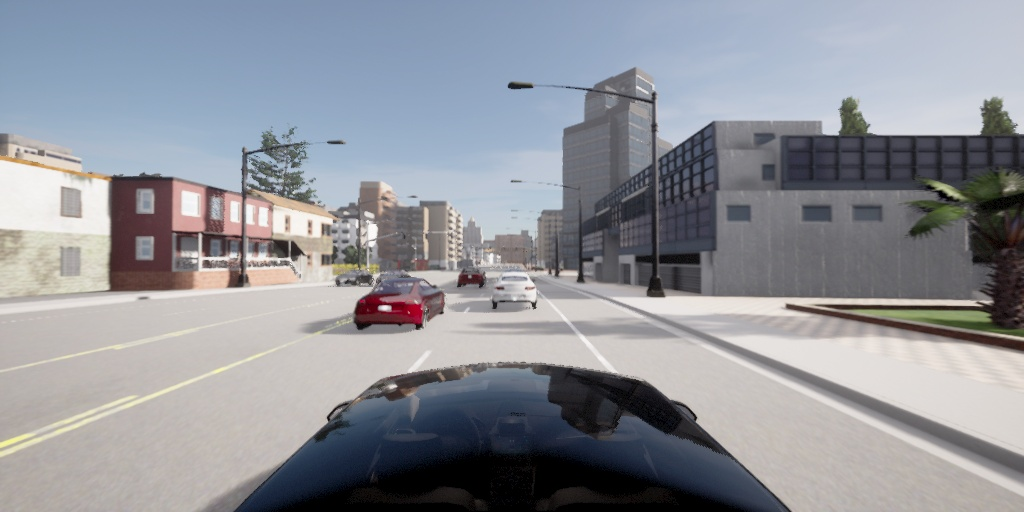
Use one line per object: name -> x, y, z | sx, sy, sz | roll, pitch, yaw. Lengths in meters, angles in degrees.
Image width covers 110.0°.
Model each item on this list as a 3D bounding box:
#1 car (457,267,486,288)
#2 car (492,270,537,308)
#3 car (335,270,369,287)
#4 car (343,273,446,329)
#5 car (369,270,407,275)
car -> -3.395, 1.780, 31.102 | 2.097, 1.767, 4.553 | 0, -2, 0
car -> 0.104, 1.440, 16.042 | 1.812, 1.442, 4.674 | 0, -1, 0
car -> -14.085, 1.969, 32.272 | 2.128, 1.511, 4.902 | 0, -2, 0
car -> -3.397, 1.393, 11.582 | 1.994, 1.385, 4.181 | 0, -1, 0
car -> -10.585, 1.969, 32.280 | 2.128, 1.511, 4.902 | 0, -2, 0
